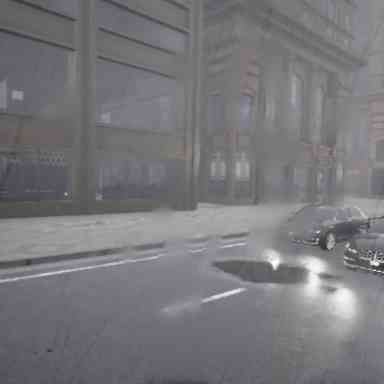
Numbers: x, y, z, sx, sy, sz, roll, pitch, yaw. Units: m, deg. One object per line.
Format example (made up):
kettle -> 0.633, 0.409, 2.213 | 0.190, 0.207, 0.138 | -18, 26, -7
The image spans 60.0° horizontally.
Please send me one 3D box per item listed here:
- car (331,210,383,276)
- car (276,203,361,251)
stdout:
car -> 5.943, 1.363, 9.092 | 4.892, 1.490, 1.837 | 0, 3, -41
car -> 5.148, 1.198, 12.718 | 4.892, 1.490, 1.837 | 0, 3, -41
